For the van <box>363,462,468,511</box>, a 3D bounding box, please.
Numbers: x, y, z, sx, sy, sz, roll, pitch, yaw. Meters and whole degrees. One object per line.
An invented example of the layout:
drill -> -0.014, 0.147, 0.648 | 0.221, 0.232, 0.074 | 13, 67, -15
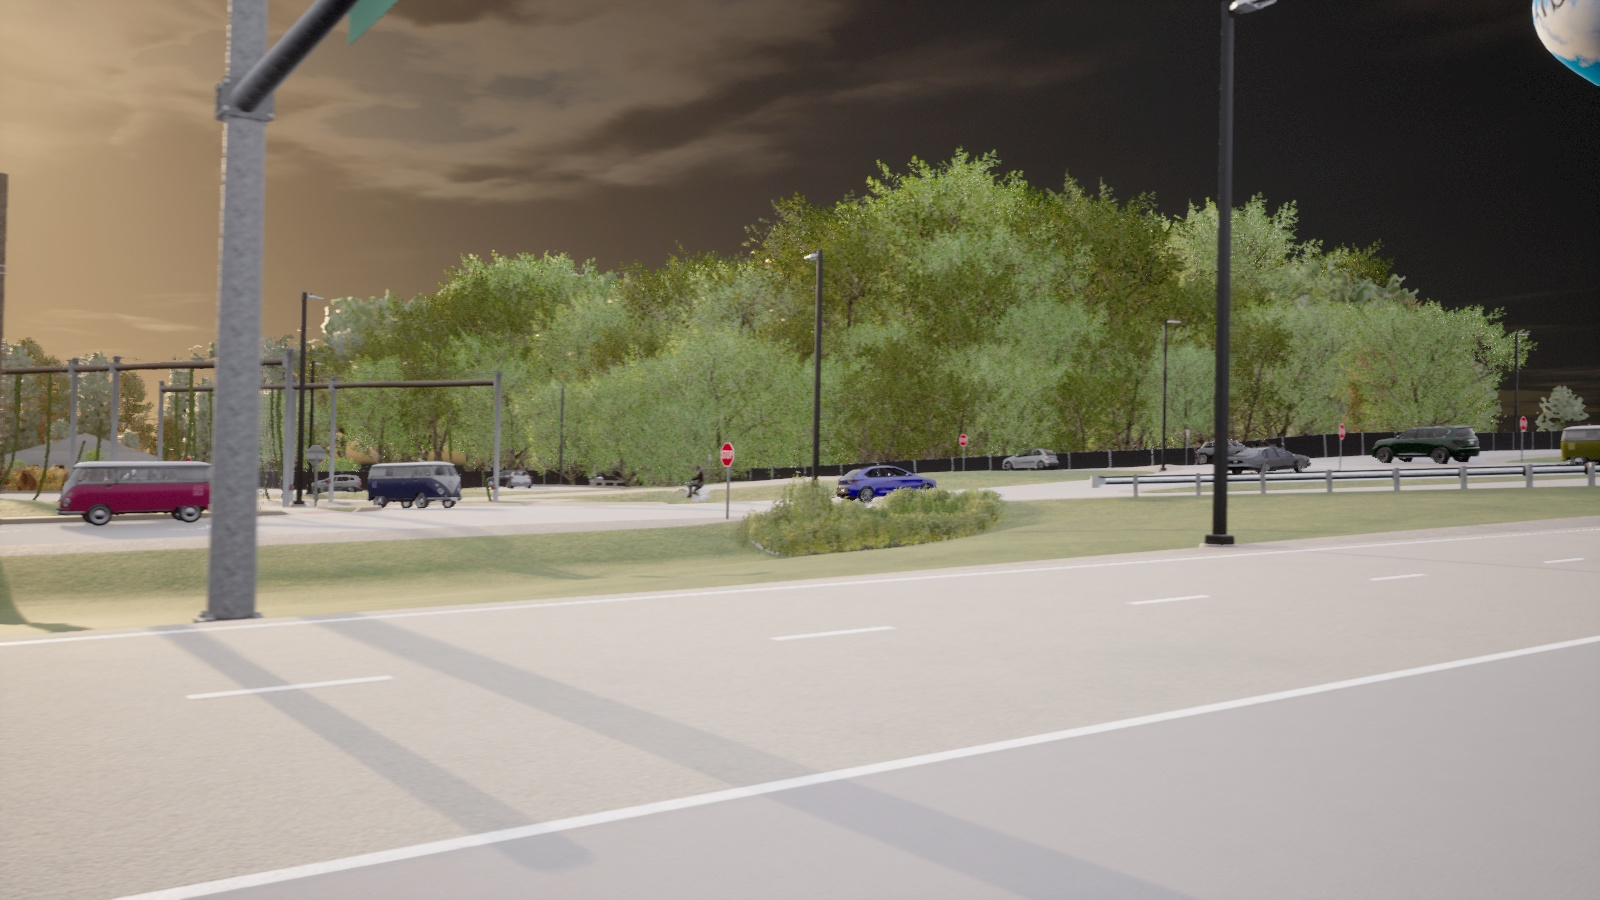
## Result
van -> -16.353, 1.578, 53.375 | 4.442, 1.987, 1.775 | -2, -2, 31

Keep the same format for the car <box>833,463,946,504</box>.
car -> 3.684, 1.346, 51.487 | 4.193, 1.474, 1.816 | -2, 0, -23

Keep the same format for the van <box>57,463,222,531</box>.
van -> -21.007, 1.435, 40.021 | 4.442, 1.987, 1.775 | -1, 0, -36

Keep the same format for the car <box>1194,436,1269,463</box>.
car -> 26.387, -0.022, 76.894 | 3.806, 1.475, 1.970 | -3, -1, 45

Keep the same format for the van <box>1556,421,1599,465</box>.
van -> 37.642, -0.350, 57.827 | 1.775, 1.987, 4.442 | -2, 0, -34

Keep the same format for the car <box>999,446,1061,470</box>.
car -> 16.577, 0.611, 90.695 | 3.988, 1.617, 1.851 | -3, -2, 41

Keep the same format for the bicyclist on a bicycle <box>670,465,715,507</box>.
bicyclist on a bicycle -> -4.615, 1.542, 54.054 | 1.843, 1.776, 0.659 | -1, -3, 3

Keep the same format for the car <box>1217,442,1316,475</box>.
car -> 24.242, 0.415, 65.184 | 5.357, 1.411, 2.033 | -4, 2, -34

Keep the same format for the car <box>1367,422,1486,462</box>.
car -> 34.327, -0.441, 68.996 | 2.150, 2.045, 5.566 | -3, 2, -30
